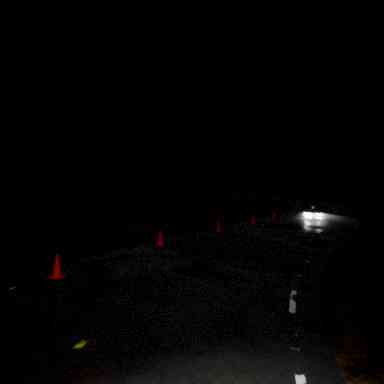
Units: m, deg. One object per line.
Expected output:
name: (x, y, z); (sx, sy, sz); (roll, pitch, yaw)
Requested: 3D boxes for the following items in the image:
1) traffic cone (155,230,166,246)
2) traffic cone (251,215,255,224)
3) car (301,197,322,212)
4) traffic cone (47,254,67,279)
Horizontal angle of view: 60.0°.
traffic cone: (-1.282, 1.841, 13.437); (0.340, 0.580, 0.340); (1, 1, 28)
traffic cone: (4.063, 1.825, 22.072); (0.340, 0.580, 0.340); (1, 1, 31)
car: (12.915, 1.316, 36.161); (2.128, 1.511, 4.902); (1, 0, 15)
traffic cone: (-3.410, 1.859, 8.410); (0.340, 0.580, 0.340); (1, 0, 18)
